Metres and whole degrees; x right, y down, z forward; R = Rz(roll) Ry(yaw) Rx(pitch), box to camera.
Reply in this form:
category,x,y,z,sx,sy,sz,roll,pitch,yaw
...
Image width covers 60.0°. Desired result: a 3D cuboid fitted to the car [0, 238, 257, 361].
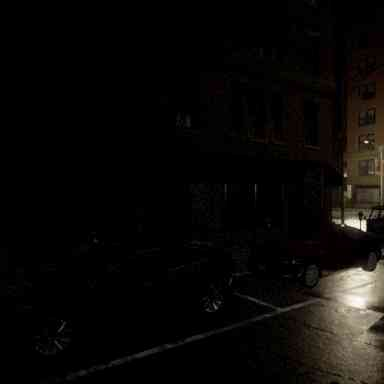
category,x,y,z,sx,sy,sz,roll,pitch,yaw
car,-1.132,1.566,5.944,4.313,1.339,1.947,0,0,-35

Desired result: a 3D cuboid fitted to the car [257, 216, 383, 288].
category,x,y,z,sx,sy,sz,roll,pitch,yaw
car,3.490,1.544,9.211,4.507,1.381,1.887,0,0,-35

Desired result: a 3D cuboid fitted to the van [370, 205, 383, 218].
category,x,y,z,sx,sy,sz,roll,pitch,yaw
van,8.113,1.338,12.477,3.998,1.788,1.690,0,0,-35
